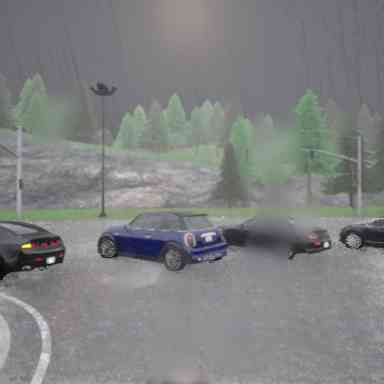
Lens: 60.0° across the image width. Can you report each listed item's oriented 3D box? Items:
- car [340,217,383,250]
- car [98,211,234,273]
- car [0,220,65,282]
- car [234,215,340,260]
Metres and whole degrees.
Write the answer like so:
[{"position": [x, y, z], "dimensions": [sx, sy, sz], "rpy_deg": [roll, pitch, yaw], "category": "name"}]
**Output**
[{"position": [7.940, 1.576, 12.441], "dimensions": [1.837, 1.490, 4.892], "rpy_deg": [2, -1, -29], "category": "car"}, {"position": [-1.163, 1.417, 11.249], "dimensions": [4.553, 1.767, 2.097], "rpy_deg": [0, 0, 39], "category": "car"}, {"position": [-6.025, 1.561, 9.582], "dimensions": [4.892, 1.490, 1.837], "rpy_deg": [0, -4, 19], "category": "car"}, {"position": [2.862, 1.599, 12.758], "dimensions": [1.812, 1.442, 4.674], "rpy_deg": [1, -1, -45], "category": "car"}]
